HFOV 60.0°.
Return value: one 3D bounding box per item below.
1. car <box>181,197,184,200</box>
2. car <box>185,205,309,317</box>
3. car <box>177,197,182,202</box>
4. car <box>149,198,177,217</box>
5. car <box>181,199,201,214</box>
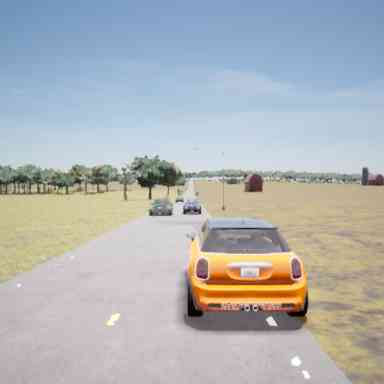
[{"bbox_3d":[-0.034,1.630,45.484,2.033,1.411,5.357,0,0,0],"label":"car"},{"bbox_3d":[0.954,1.344,7.615,2.097,1.767,4.553,0,0,0],"label":"car"},{"bbox_3d":[-2.833,1.809,78.478,2.033,1.411,5.357,0,0,0],"label":"car"},{"bbox_3d":[-2.883,1.375,31.961,2.097,1.767,4.553,0,0,0],"label":"car"},{"bbox_3d":[0.034,1.638,35.522,1.895,1.301,4.718,0,0,0],"label":"car"}]
